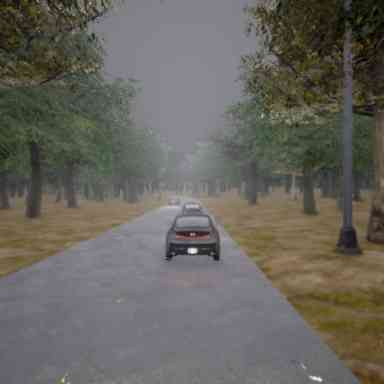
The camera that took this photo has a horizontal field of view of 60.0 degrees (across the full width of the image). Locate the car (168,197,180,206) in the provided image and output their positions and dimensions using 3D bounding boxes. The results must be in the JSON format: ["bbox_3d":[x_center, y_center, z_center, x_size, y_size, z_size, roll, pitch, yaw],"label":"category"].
[{"bbox_3d":[-3.063,1.597,57.077,2.128,1.511,4.902,0,0,0],"label":"car"}]

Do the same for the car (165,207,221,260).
[{"bbox_3d":[0.045,1.556,12.661,1.837,1.490,4.892,0,0,1],"label":"car"}]

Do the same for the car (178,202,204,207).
[{"bbox_3d":[0.048,1.624,28.272,1.812,1.442,4.674,0,0,1],"label":"car"}]
